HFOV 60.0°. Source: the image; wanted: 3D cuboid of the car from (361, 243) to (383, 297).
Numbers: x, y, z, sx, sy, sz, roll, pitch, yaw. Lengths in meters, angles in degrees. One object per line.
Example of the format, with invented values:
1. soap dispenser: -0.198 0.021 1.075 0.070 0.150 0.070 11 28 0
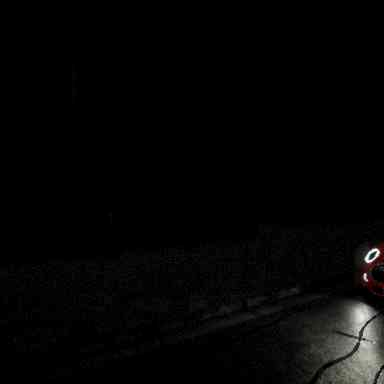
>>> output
1. car: 5.811 1.346 7.501 4.553 1.767 2.097 0 0 -35
